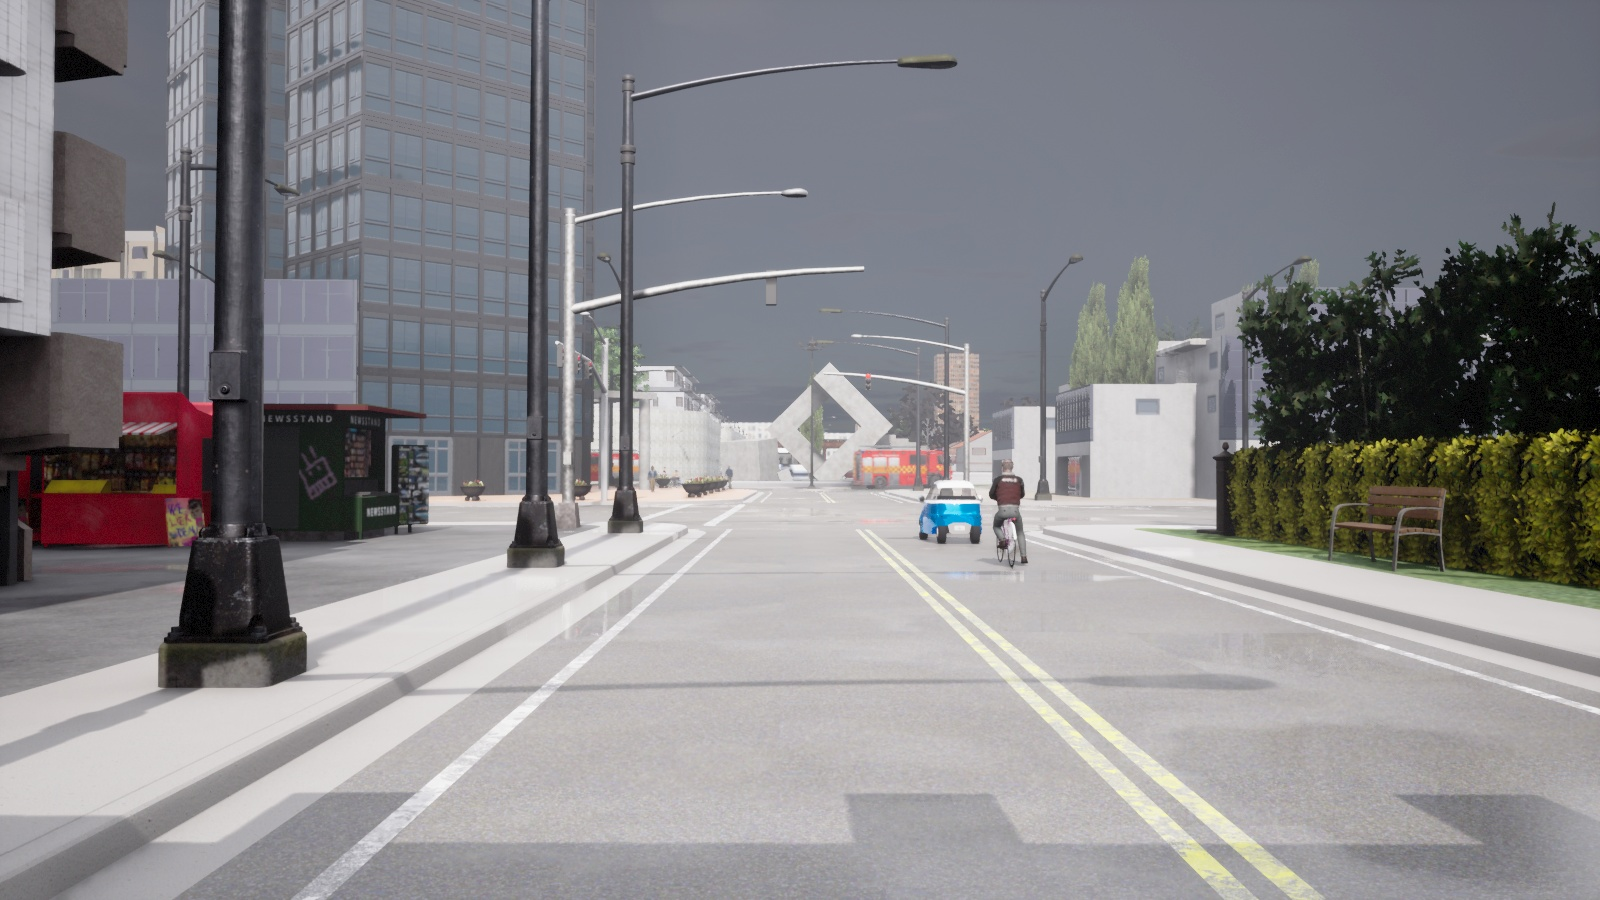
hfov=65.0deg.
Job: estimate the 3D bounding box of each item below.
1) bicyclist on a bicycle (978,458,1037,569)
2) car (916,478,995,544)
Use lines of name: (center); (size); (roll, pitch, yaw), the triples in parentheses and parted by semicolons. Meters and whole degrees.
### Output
bicyclist on a bicycle: (3.446, 1.023, 21.000); (0.659, 1.776, 1.843); (0, -1, 0)
car: (3.429, 1.324, 27.981); (1.481, 1.376, 2.207); (0, -1, 0)
